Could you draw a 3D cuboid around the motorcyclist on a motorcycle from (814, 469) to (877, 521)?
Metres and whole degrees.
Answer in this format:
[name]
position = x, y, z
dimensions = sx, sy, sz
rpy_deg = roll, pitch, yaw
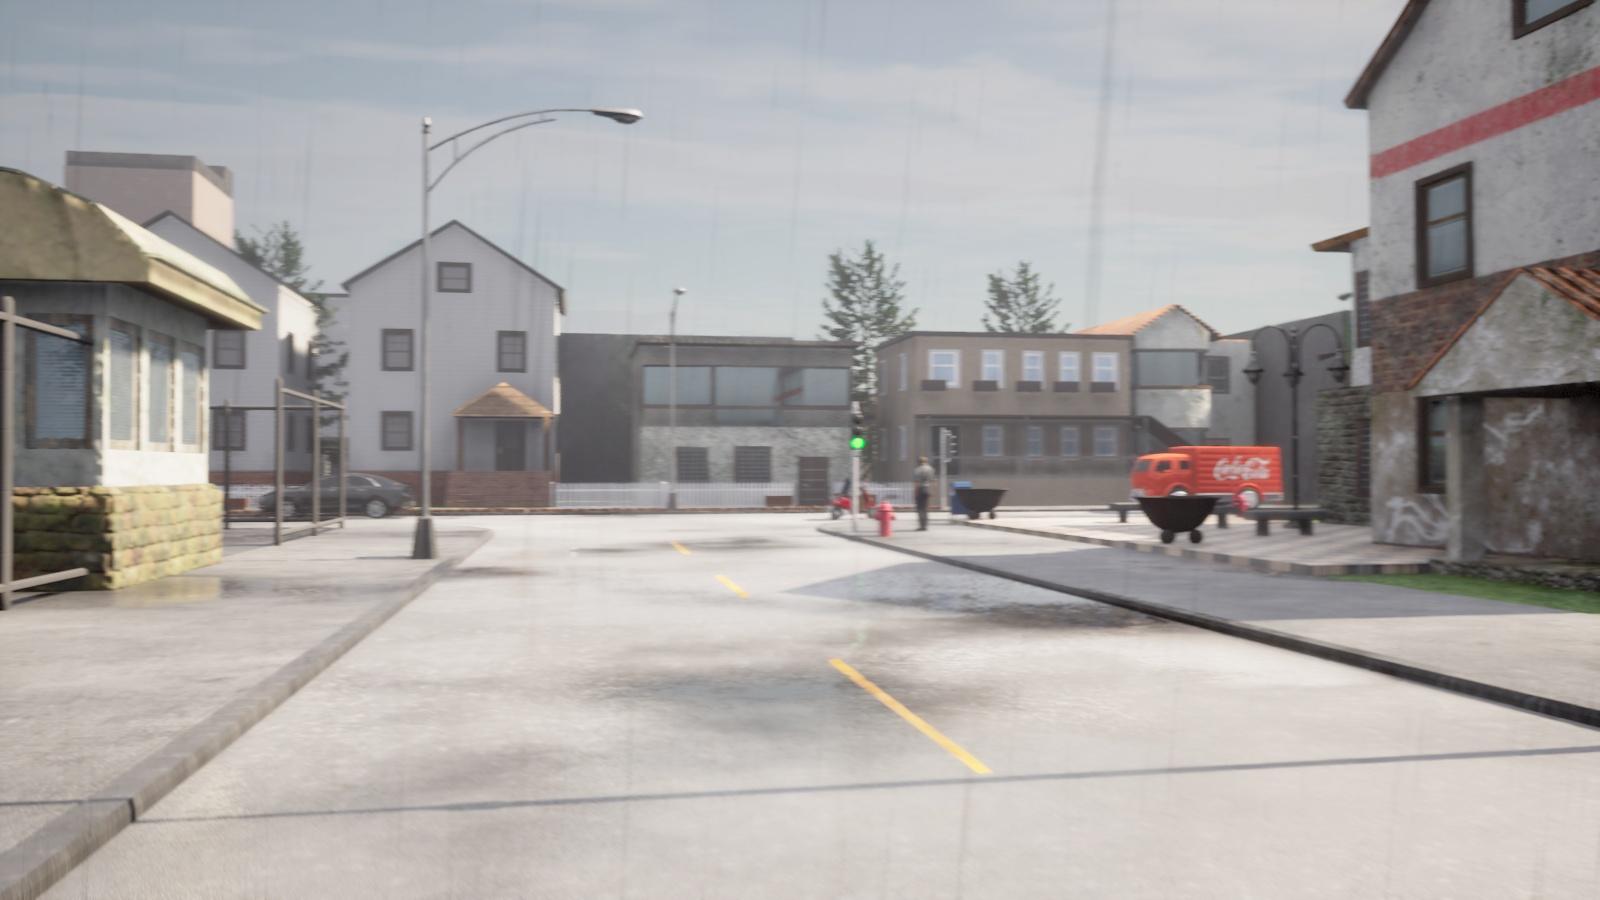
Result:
[motorcyclist on a motorcycle]
position = 1.464, 1.435, 40.198
dimensions = 1.817, 1.590, 0.866
rpy_deg = 0, 1, -26

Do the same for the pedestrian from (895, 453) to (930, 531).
[pedestrian]
position = 2.717, 1.009, 30.397
dimensions = 0.540, 1.848, 0.694
rpy_deg = 0, -1, -29

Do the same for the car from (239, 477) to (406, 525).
[car]
position = -15.736, 1.669, 41.598
dimensions = 4.892, 1.490, 1.837
rpy_deg = 0, -1, -9

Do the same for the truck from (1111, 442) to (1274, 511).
[truck]
position = 14.700, 0.992, 47.247
dimensions = 5.204, 2.467, 2.627
rpy_deg = 0, -1, -11
